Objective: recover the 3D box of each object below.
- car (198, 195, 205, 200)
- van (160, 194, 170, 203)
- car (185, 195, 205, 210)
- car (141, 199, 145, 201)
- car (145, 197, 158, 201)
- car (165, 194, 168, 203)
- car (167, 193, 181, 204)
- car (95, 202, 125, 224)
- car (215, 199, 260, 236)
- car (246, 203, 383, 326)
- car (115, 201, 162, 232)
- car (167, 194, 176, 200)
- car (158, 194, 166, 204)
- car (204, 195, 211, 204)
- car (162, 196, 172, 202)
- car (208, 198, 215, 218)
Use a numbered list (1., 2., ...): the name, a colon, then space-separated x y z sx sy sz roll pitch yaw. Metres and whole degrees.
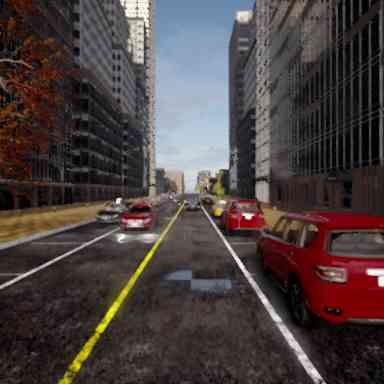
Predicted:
1. car: 2.711 1.454 92.336 1.802 1.307 4.206 0 0 0
2. van: -5.673 1.256 69.583 1.690 1.788 3.998 0 0 0
3. car: 0.107 1.449 41.180 2.128 1.511 4.902 0 0 0
4. car: -5.682 1.539 29.738 1.947 1.339 4.313 0 0 0
5. car: -5.679 1.540 41.121 1.802 1.307 4.206 0 0 0
6. car: -5.675 1.469 63.891 1.887 1.381 4.507 0 0 0
7. car: -2.989 1.430 62.751 2.128 1.511 4.902 0 0 0
8. car: -5.683 1.531 24.045 2.008 1.369 4.403 0 0 0
9. car: 2.698 1.300 18.339 2.192 1.841 5.009 0 0 0
10. car: 2.696 1.310 6.955 2.192 1.841 5.009 0 0 0
11. car: -3.097 1.509 20.314 1.812 1.442 4.674 0 0 0
12. car: -5.669 1.312 92.351 1.967 1.590 4.097 0 0 0
13. car: -5.678 1.493 52.506 2.008 1.369 4.403 0 0 0
14. car: 2.704 1.499 58.184 1.947 1.339 4.313 0 0 0
15. car: -5.673 1.486 75.276 1.802 1.307 4.206 0 0 0
16. car: 2.699 1.498 29.893 1.752 1.417 4.829 0 0 0
